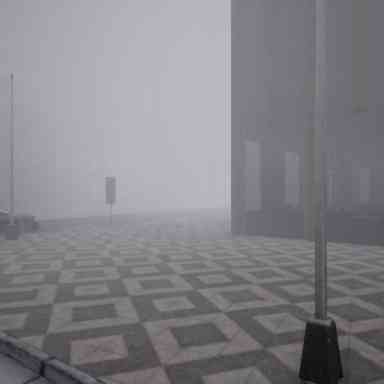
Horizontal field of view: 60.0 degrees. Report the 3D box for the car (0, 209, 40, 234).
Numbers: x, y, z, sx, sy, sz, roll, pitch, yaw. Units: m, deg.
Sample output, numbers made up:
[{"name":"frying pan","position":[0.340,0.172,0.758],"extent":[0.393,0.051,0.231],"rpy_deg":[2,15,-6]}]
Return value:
[{"name":"car","position":[-10.394,1.499,17.000],"extent":[2.128,1.511,4.902],"rpy_deg":[0,0,38]}]
